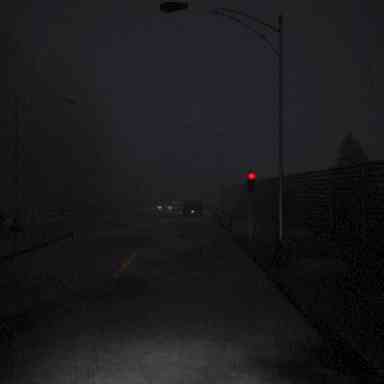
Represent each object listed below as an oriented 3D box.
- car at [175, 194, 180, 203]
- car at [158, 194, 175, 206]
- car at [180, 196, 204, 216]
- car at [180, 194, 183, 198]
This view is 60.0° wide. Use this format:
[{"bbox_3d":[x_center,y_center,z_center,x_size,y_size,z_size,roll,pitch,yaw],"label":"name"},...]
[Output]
[{"bbox_3d":[-4.091,1.210,67.543,2.097,1.767,4.553,0,0,0],"label":"car"},{"bbox_3d":[-4.135,1.367,51.833,1.882,1.535,5.008,0,0,0],"label":"car"},{"bbox_3d":[0.054,1.438,31.380,1.837,1.490,4.892,0,0,0],"label":"car"},{"bbox_3d":[-3.890,1.318,82.937,4.892,1.490,1.837,0,0,40],"label":"car"}]
